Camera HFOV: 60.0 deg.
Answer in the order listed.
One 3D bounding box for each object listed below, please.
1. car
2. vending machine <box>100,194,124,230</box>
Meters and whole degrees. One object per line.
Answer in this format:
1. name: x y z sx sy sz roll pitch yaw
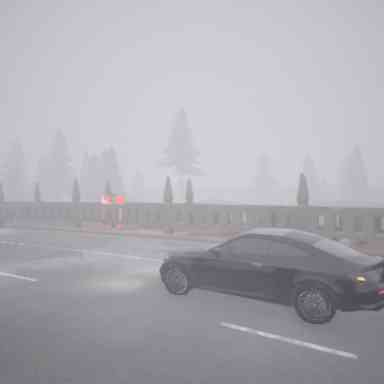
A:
1. car: 1.455 1.499 6.990 4.674 1.442 1.812 0 0 34
2. vending machine: -4.775 1.160 19.905 0.880 2.100 1.100 0 0 27
